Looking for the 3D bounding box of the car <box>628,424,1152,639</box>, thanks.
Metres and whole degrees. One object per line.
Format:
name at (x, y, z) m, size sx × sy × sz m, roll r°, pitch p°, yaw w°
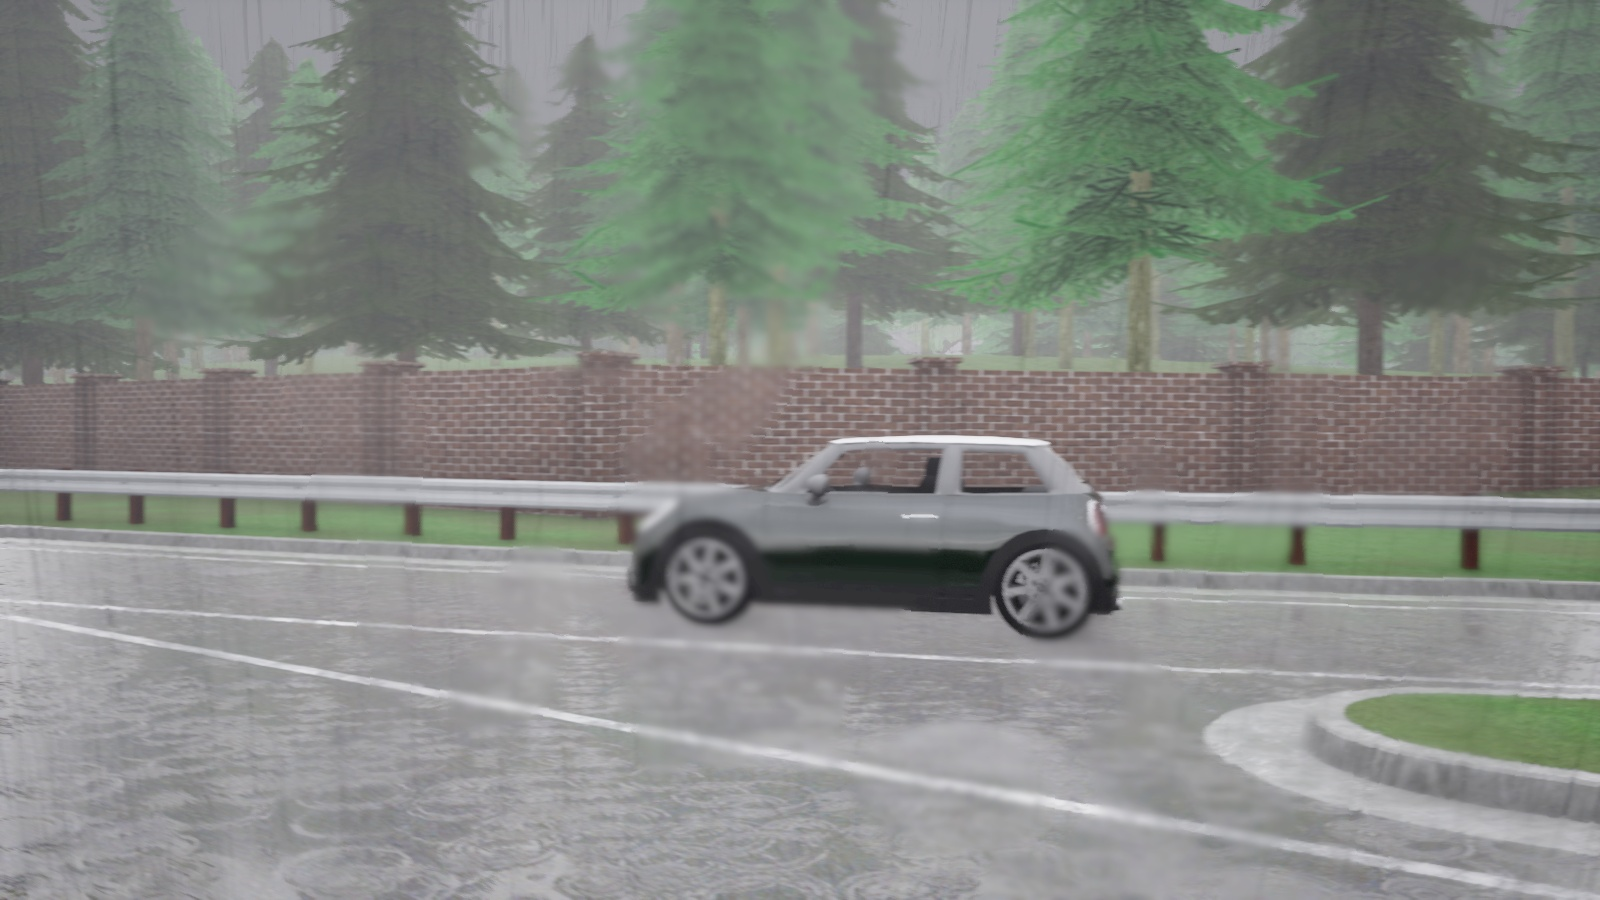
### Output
car at (0.792, 0.561, 10.008) m, size 3.806 × 1.475 × 1.970 m, roll 0°, pitch 1°, yaw 14°
